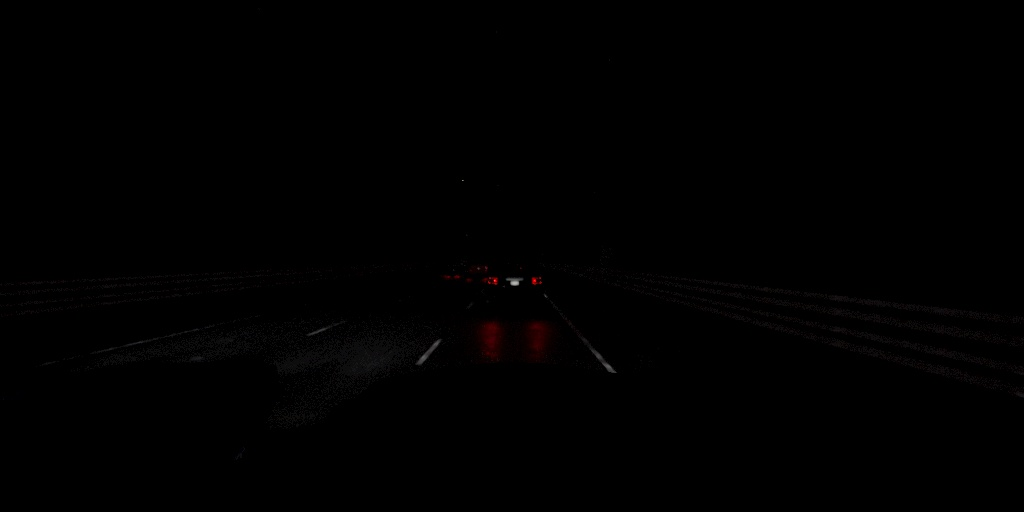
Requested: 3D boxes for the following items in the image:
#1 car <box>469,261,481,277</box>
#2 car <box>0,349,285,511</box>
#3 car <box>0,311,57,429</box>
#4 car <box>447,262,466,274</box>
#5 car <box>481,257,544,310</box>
[{"bbox_3d":[-3.398,1.295,38.667,2.097,1.767,4.553,0,0,0],"label":"car"},{"bbox_3d":[-3.410,1.351,1.756,1.895,1.301,4.718,0,0,0],"label":"car"},{"bbox_3d":[-6.909,1.354,2.330,1.895,1.301,4.718,0,0,0],"label":"car"},{"bbox_3d":[-6.897,1.469,44.815,2.128,1.511,4.902,0,0,0],"label":"car"},{"bbox_3d":[0.102,1.044,15.239,2.150,2.045,5.566,0,0,0],"label":"car"}]
